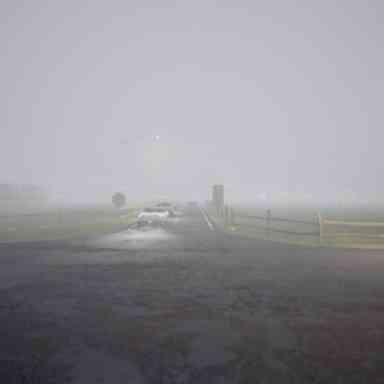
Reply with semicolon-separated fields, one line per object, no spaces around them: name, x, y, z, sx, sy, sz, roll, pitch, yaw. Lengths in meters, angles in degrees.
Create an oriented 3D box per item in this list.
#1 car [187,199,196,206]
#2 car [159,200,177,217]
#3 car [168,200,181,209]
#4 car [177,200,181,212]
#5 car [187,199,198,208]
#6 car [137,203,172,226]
car;-0.063;2.117;67.938;1.895;1.301;4.718;0;0;0
car;-2.875;1.746;34.975;1.882;1.535;5.008;0;0;0
car;-2.843;1.983;54.793;1.994;1.385;4.181;0;0;0
car;-2.867;1.907;44.782;1.994;1.385;4.181;0;0;1
car;0.021;1.919;57.800;1.882;1.535;5.008;0;0;0
car;-2.904;1.797;25.492;1.895;1.301;4.718;0;0;1
